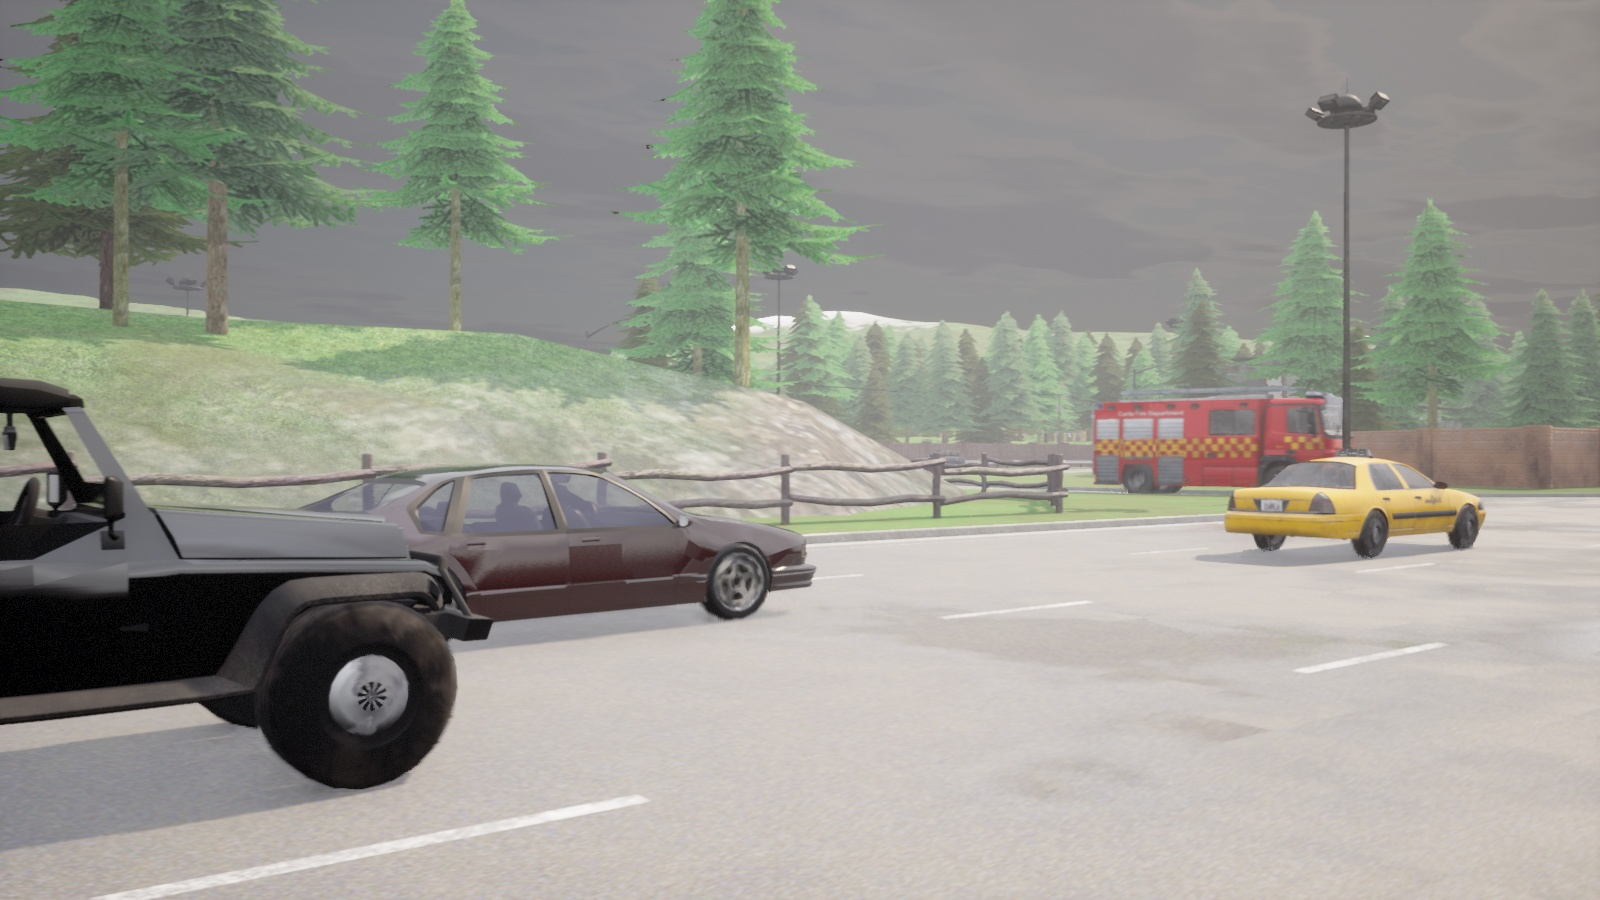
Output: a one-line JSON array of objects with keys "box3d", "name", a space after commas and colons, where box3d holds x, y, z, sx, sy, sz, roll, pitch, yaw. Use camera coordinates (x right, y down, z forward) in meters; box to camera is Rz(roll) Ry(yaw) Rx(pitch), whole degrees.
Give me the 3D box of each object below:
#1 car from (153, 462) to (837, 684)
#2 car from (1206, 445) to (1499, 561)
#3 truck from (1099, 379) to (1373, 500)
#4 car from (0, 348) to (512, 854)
[{"box3d": [-2.343, 0.828, 10.755, 5.357, 1.411, 2.033, 0, 0, -41], "name": "car"}, {"box3d": [8.609, 0.718, 19.320, 5.366, 1.575, 1.801, 0, 0, -38], "name": "car"}, {"box3d": [14.954, -0.333, 43.555, 8.468, 3.827, 2.891, 0, 0, 39], "name": "truck"}, {"box3d": [-3.470, 0.565, 5.478, 3.866, 1.878, 1.905, 0, 0, -38], "name": "car"}]
